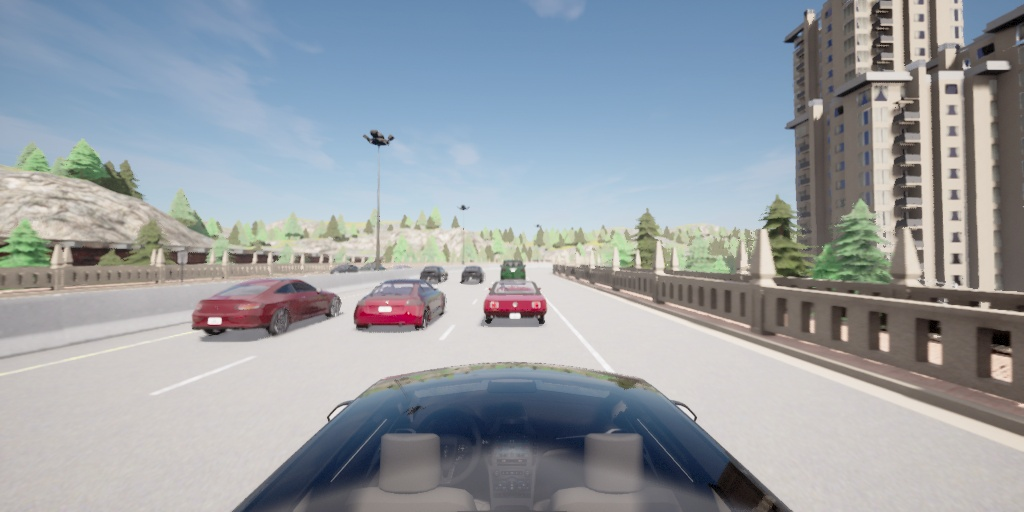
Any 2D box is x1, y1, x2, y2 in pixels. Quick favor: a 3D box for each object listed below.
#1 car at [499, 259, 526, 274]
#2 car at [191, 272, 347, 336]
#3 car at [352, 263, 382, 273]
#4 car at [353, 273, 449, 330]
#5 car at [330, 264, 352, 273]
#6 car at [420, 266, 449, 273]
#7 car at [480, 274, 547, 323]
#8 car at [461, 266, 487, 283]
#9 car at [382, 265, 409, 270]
[{"bbox_3d":[0.084,1.326,31.570,2.150,2.045,5.566,0,-1,0],"label":"car"},{"bbox_3d":[-6.905,1.371,10.632,1.812,1.442,4.674,0,-1,0],"label":"car"},{"bbox_3d":[-17.464,1.619,44.581,2.097,1.767,4.553,0,-1,2],"label":"car"},{"bbox_3d":[-3.407,1.422,11.626,1.994,1.385,4.181,0,-1,0],"label":"car"},{"bbox_3d":[-20.963,1.780,45.140,1.837,1.490,4.892,0,-1,2],"label":"car"},{"bbox_3d":[-6.916,1.617,32.161,1.837,1.490,4.892,0,-1,0],"label":"car"},{"bbox_3d":[0.094,1.470,12.576,1.895,1.301,4.718,0,-1,0],"label":"car"},{"bbox_3d":[-3.416,1.616,32.157,1.837,1.490,4.892,0,-1,0],"label":"car"},{"bbox_3d":[-14.005,1.821,45.085,2.033,1.411,5.357,0,-1,2],"label":"car"}]
